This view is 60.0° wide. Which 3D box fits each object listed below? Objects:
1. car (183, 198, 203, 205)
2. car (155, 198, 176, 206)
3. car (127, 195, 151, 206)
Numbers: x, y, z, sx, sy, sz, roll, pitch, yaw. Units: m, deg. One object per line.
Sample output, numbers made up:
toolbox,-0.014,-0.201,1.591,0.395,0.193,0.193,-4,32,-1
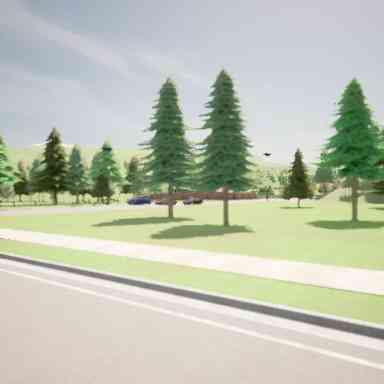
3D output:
car,0.218,1.912,66.517,1.882,1.535,5.008,-1,0,36
car,-5.175,1.943,65.074,1.882,1.535,5.008,-1,0,36
car,-10.970,1.733,68.968,2.150,2.045,5.566,-1,0,36
